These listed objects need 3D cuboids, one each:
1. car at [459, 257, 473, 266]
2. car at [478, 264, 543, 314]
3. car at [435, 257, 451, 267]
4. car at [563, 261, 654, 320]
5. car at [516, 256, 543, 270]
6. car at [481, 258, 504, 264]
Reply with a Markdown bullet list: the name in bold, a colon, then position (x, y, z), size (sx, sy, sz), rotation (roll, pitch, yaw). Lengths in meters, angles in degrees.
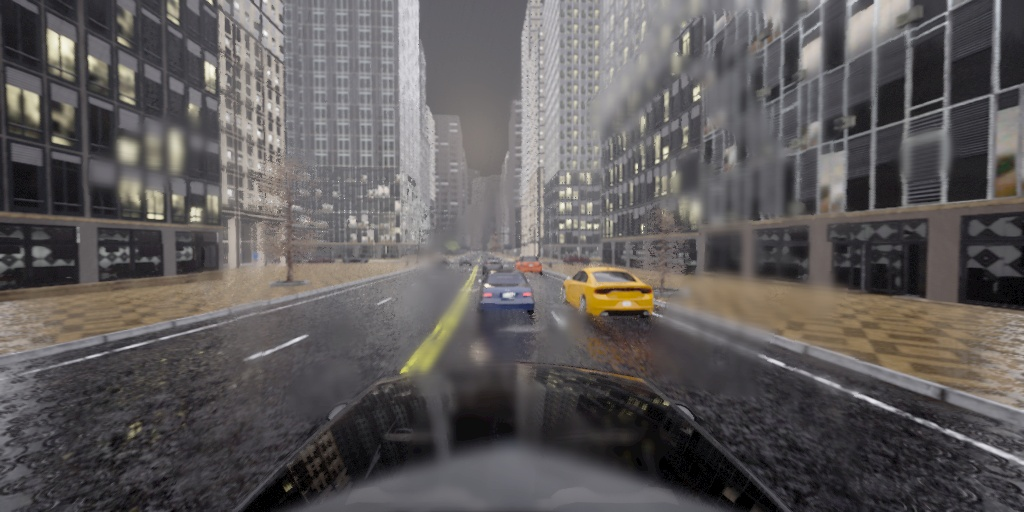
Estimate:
- **car**: position (-6.861, 0.784, 53.744), size (2.033, 1.411, 5.357), rotation (0, 1, -4)
- **car**: position (-0.271, 1.186, 13.109), size (2.033, 1.411, 5.357), rotation (0, 1, -3)
- **car**: position (-10.031, 0.861, 52.467), size (1.895, 1.301, 4.718), rotation (0, 1, -4)
- **car**: position (2.996, 1.117, 12.169), size (1.882, 1.535, 5.008), rotation (0, 1, -3)
- **car**: position (1.475, 0.784, 33.040), size (2.097, 1.767, 4.553), rotation (0, 1, -5)
- **car**: position (-1.794, 0.931, 33.176), size (2.128, 1.511, 4.902), rotation (0, 1, -5)
